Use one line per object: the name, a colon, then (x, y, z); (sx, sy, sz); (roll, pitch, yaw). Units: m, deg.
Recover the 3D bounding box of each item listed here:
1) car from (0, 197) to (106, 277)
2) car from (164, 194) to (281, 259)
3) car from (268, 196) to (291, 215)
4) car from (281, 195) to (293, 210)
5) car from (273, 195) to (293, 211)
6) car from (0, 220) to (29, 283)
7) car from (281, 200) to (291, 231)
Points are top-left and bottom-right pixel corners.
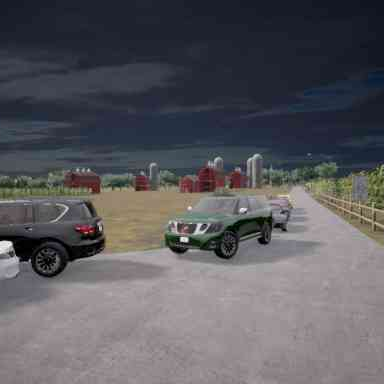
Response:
car: (-5.364, 1.225, 9.595); (5.566, 2.045, 2.150); (-1, 1, -4)
car: (1.298, 1.106, 12.668); (2.150, 2.045, 5.566); (0, 0, 34)
car: (8.189, 1.193, 30.772); (1.837, 1.490, 4.892); (0, 0, 18)
car: (6.266, 1.231, 24.727); (1.882, 1.535, 5.008); (0, 0, 18)
car: (10.003, 1.104, 36.475); (1.882, 1.535, 5.008); (0, 1, 18)
car: (-6.104, 1.612, 6.679); (4.674, 1.442, 1.812); (-2, 2, -38)
car: (4.415, 1.377, 18.993); (1.994, 1.385, 4.181); (0, 0, 17)
